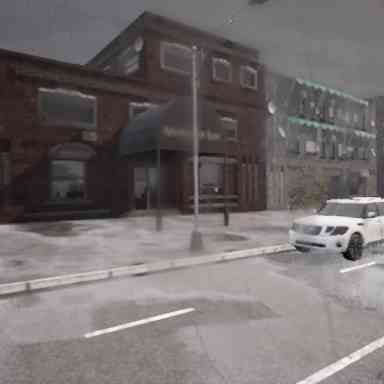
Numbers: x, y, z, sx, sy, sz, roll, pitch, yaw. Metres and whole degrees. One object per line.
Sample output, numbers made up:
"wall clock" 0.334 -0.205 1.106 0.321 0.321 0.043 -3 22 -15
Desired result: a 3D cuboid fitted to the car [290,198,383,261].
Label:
"car" 6.151 1.260 12.790 5.566 2.045 2.150 0 0 -37
